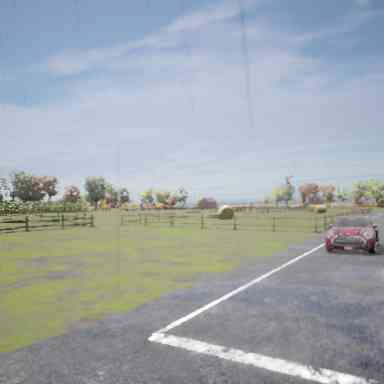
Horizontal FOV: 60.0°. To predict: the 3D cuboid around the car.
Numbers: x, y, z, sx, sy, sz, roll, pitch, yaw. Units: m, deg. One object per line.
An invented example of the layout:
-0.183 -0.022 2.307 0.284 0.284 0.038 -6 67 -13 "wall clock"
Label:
8.123 1.991 16.725 2.097 1.767 4.553 -3 -3 32 "car"
